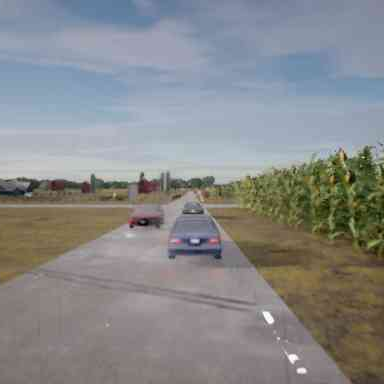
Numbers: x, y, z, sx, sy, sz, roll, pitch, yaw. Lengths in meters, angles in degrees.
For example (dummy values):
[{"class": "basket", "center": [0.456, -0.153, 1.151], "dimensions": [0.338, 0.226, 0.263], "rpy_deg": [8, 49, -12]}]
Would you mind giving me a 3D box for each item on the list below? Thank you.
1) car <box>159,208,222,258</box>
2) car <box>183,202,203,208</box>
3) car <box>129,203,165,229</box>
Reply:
[{"class": "car", "center": [0.091, 1.554, 12.698], "dimensions": [2.033, 1.411, 5.357], "rpy_deg": [0, 0, 0]}, {"class": "car", "center": [0.085, 1.579, 30.164], "dimensions": [1.994, 1.385, 4.181], "rpy_deg": [0, 0, 0]}, {"class": "car", "center": [-2.855, 1.488, 21.881], "dimensions": [1.882, 1.535, 5.008], "rpy_deg": [0, 0, 0]}]
